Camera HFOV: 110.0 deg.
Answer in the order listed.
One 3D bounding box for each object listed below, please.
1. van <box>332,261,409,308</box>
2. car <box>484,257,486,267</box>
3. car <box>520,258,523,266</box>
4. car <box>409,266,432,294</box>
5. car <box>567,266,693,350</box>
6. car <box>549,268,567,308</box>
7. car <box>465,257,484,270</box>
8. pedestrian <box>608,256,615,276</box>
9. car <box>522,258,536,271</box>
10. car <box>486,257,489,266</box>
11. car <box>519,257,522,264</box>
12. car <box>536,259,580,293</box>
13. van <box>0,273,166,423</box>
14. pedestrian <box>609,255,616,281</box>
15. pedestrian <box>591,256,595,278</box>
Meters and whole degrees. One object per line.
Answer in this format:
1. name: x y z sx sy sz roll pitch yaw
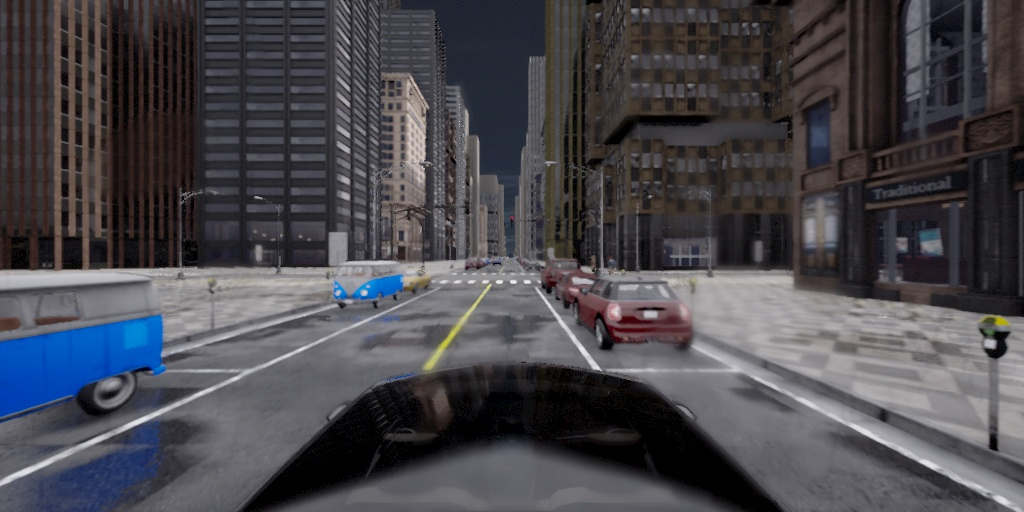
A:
1. van: -5.762 1.089 14.747 1.690 1.789 3.998 0 0 0
2. car: -5.761 1.191 58.681 1.967 1.591 4.097 0 0 0
3. car: 2.764 1.301 58.689 2.007 1.370 4.403 0 0 0
4. car: -5.762 1.273 20.255 1.751 1.417 4.829 0 0 0
5. car: 2.763 1.189 9.080 1.967 1.591 4.097 0 0 0
6. car: 2.763 1.330 14.757 1.802 1.307 4.207 0 0 0
7. car: -5.761 1.064 53.039 2.192 1.841 5.009 0 0 0
8. pedestrian: 7.136 0.887 26.080 0.375 1.860 0.375 0 0 0
9. car: 2.764 1.299 47.408 2.007 1.370 4.403 0 0 0
10. car: -5.761 1.318 64.322 1.948 1.339 4.313 0 0 0
11. car: 2.764 1.298 64.330 1.888 1.381 4.507 0 0 0
12. car: 2.763 1.062 20.435 2.192 1.841 5.009 0 0 0
13. van: -5.763 1.091 3.393 1.690 1.789 3.998 0 0 0
14. pedestrian: 7.492 0.883 26.680 0.375 1.860 0.375 0 0 0
15. pedestrian: 6.136 0.890 27.280 0.375 1.860 0.375 0 0 0
